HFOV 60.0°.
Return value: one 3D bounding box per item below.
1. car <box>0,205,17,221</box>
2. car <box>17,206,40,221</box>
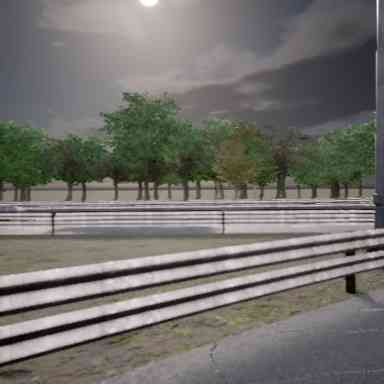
[{"bbox_3d":[-16.444,1.934,25.843,4.181,1.385,1.994,-1,1,3],"label":"car"},{"bbox_3d":[-15.910,1.899,29.309,5.357,1.411,2.033,-1,1,3],"label":"car"}]
